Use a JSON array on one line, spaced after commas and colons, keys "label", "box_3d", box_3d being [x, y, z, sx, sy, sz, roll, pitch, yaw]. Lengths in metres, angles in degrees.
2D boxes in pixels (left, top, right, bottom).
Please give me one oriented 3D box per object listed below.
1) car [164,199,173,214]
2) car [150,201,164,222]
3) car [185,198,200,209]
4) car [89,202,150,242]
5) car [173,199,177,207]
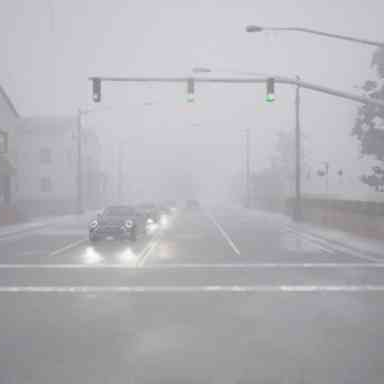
[{"label": "car", "box_3d": [-3.551, 1.682, 37.121, 1.895, 1.301, 4.718, 0, 0, 0]}, {"label": "car", "box_3d": [-3.590, 1.583, 26.855, 1.837, 1.490, 4.892, 0, 0, 0]}, {"label": "car", "box_3d": [0.101, 1.567, 46.727, 1.837, 1.490, 4.892, 0, 1, 0]}, {"label": "car", "box_3d": [-3.602, 1.428, 16.803, 2.097, 1.767, 4.553, 0, 0, 0]}, {"label": "car", "box_3d": [-3.489, 1.693, 53.000, 1.895, 1.301, 4.718, 0, 0, 0]}]
